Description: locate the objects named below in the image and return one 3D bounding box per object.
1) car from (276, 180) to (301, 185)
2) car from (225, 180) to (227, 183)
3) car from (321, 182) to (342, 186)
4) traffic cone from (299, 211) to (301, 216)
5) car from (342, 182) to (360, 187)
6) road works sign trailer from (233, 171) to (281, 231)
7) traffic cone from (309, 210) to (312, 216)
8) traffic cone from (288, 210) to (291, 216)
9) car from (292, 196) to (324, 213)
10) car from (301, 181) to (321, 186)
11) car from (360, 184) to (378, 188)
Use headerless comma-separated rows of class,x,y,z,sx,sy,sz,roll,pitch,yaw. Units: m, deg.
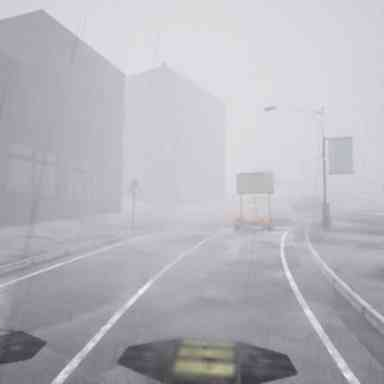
car,21.725,-1.903,76.965,4.892,1.521,2.231,1,-5,-13
car,5.687,-2.349,73.279,4.553,1.767,2.185,1,-5,-13
car,32.454,-1.604,79.779,5.008,1.535,2.097,2,-5,-15
traffic cone,10.486,2.076,32.320,0.340,0.580,0.340,-3,-2,27
car,37.749,-1.564,81.360,4.553,1.767,2.185,2,-5,-16
road works sign trailer,4.049,0.516,20.972,2.380,3.560,2.880,-2,-1,29
traffic cone,11.371,2.036,31.863,0.340,0.580,0.340,-3,-2,27
traffic cone,9.598,2.114,32.774,0.340,0.580,0.340,-2,-2,27
car,15.065,1.590,42.919,5.566,2.045,2.150,1,-4,-44
car,27.105,-1.721,78.311,4.674,1.452,2.002,2,-5,-14
car,43.197,-1.227,83.105,4.792,1.488,2.163,2,-5,-18
